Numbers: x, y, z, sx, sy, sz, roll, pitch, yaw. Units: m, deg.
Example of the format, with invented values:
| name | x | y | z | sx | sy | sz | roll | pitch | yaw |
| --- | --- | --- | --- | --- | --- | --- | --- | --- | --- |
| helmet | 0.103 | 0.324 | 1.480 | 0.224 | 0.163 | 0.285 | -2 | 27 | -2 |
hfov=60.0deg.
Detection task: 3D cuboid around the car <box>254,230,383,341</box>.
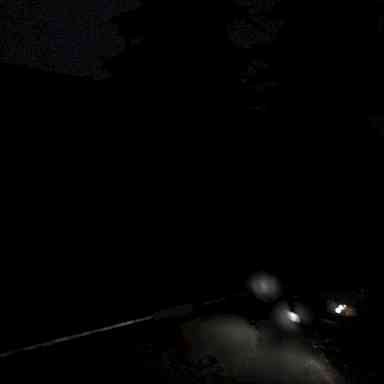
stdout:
| name | x | y | z | sx | sy | sz | roll | pitch | yaw |
| --- | --- | --- | --- | --- | --- | --- | --- | --- | --- |
| car | 3.706 | 1.504 | 6.634 | 5.357 | 1.411 | 2.033 | 0 | 0 | -35 |
